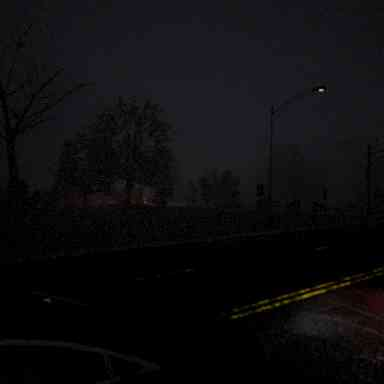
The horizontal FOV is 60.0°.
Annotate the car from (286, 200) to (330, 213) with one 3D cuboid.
[{"bbox_3d":[12.900,1.595,37.292,1.882,1.535,5.008,2,-2,-36],"label":"car"}]

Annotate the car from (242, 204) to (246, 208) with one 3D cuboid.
[{"bbox_3d":[5.951,1.749,46.804,1.994,1.385,4.181,2,-1,-36],"label":"car"}]

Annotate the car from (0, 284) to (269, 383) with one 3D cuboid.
[{"bbox_3d":[-1.517,1.492,2.355,4.902,1.511,2.128,0,0,-36],"label":"car"}]
